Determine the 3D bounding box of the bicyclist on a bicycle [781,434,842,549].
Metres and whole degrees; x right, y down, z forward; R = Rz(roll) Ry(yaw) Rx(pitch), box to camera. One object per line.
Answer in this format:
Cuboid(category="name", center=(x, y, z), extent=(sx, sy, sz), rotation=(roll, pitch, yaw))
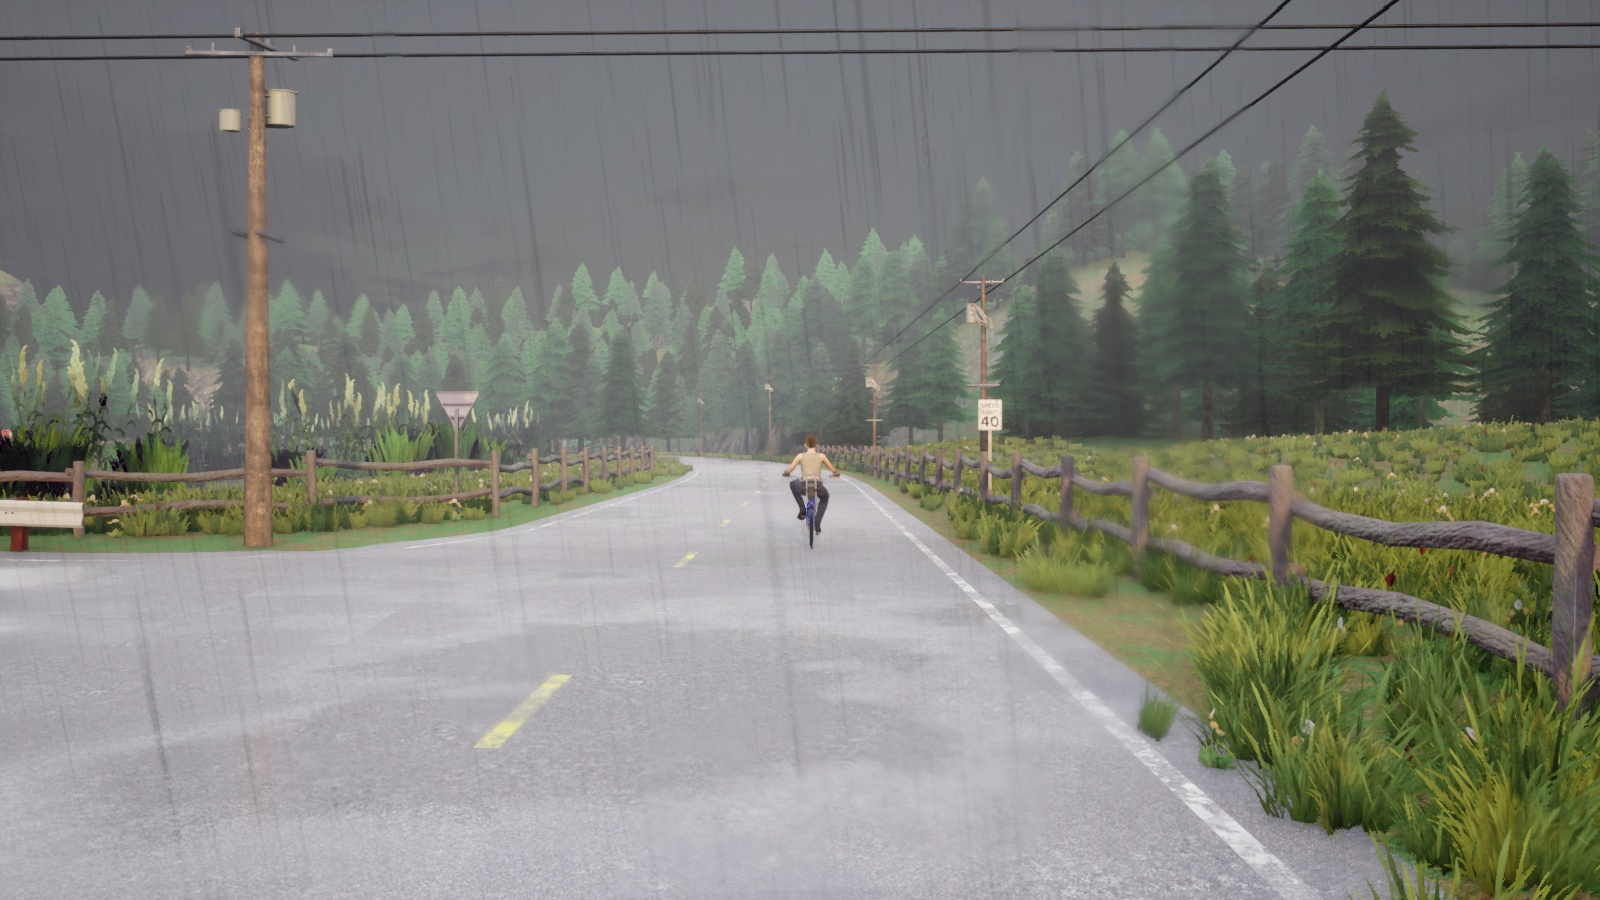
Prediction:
Cuboid(category="bicyclist on a bicycle", center=(0.164, 0.579, 18.373), extent=(0.866, 1.612, 1.509), rotation=(0, 0, 0))
